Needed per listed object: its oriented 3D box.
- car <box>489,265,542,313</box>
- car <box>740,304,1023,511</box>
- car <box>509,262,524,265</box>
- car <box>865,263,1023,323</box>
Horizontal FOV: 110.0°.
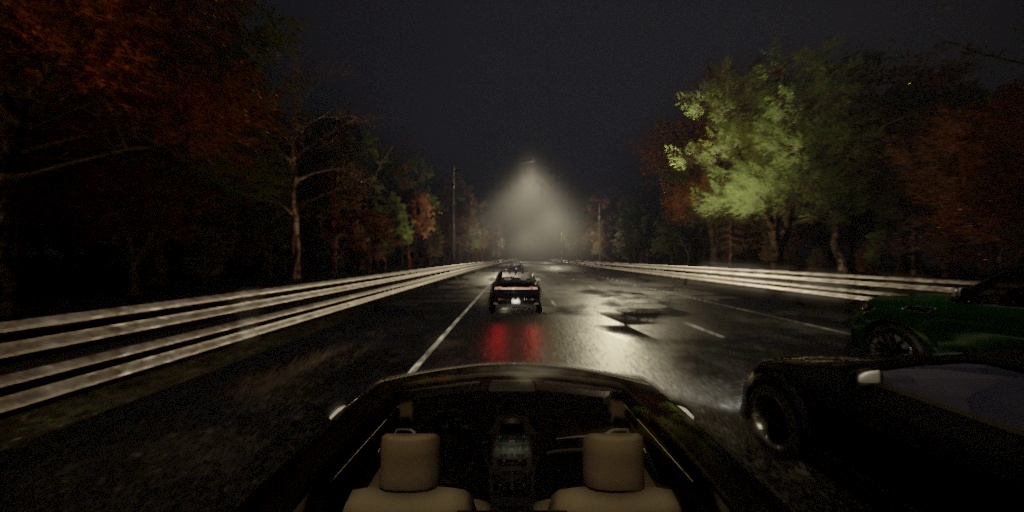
[{"bbox_3d":[0.146,1.285,14.214,2.128,1.511,4.902,0,0,0],"label":"car"},{"bbox_3d":[3.602,1.318,2.382,1.994,1.385,4.181,0,0,0],"label":"car"},{"bbox_3d":[0.569,1.464,45.293,1.994,1.385,4.181,0,0,1],"label":"car"},{"bbox_3d":[7.100,0.984,3.968,2.150,2.045,5.566,0,0,0],"label":"car"}]
